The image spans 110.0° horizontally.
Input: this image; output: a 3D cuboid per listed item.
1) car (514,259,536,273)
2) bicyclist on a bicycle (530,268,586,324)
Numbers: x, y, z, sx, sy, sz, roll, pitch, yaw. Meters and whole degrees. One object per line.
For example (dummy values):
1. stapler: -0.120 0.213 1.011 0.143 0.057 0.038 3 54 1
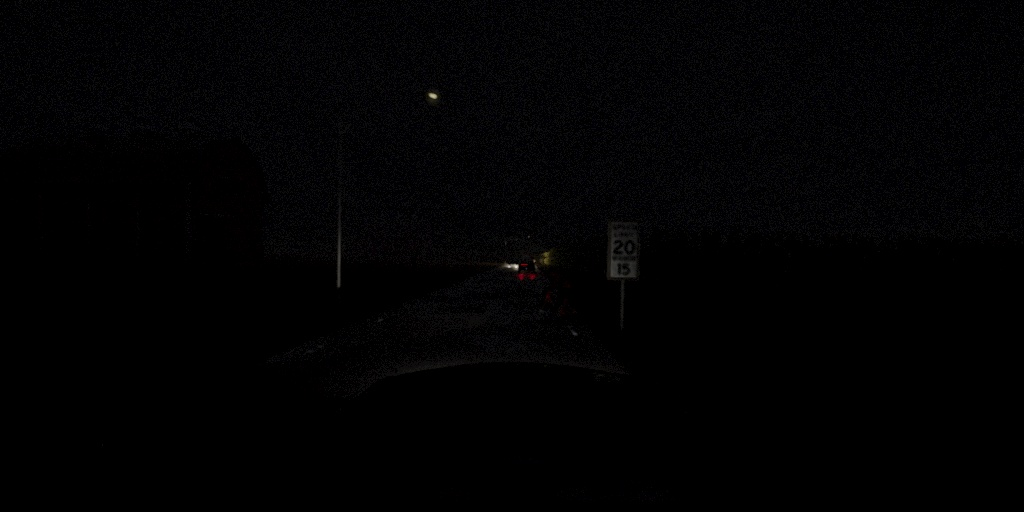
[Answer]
1. car: 1.620 1.095 39.866 2.128 1.511 4.902 1 0 2
2. bicyclist on a bicycle: 1.345 1.171 10.437 1.656 1.620 0.582 1 0 2
